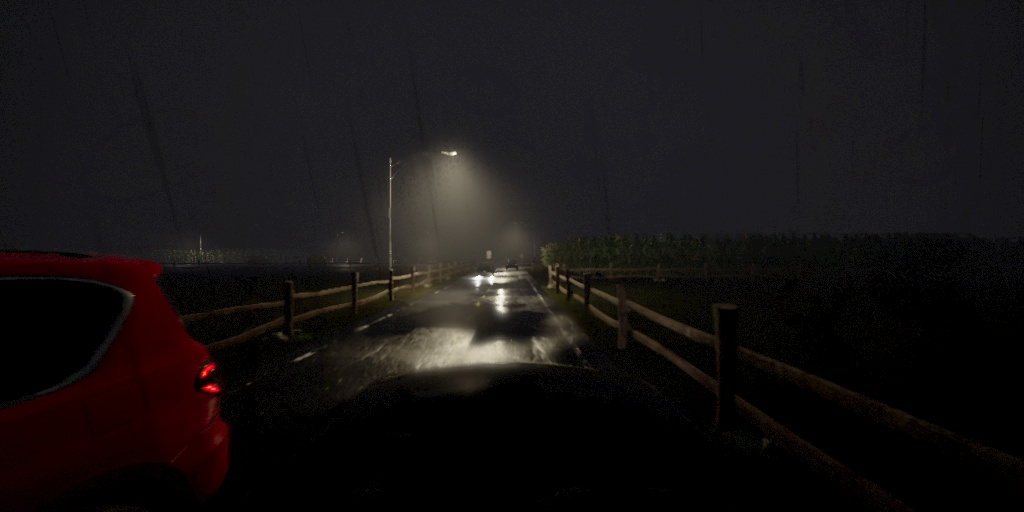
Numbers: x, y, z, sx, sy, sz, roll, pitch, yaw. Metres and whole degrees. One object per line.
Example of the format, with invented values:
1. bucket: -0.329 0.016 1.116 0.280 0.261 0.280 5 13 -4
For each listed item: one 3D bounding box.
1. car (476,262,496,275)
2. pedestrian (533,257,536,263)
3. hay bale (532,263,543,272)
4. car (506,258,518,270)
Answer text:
1. car: -2.831 1.330 39.538 1.895 1.301 4.718 0 0 0
2. pedestrian: 2.836 1.016 45.657 0.375 1.860 0.375 -1 1 -5
3. hay bale: 3.136 1.380 44.570 1.220 1.180 1.240 0 0 0
4. car: 0.014 1.262 53.148 2.033 1.411 5.357 0 0 0
